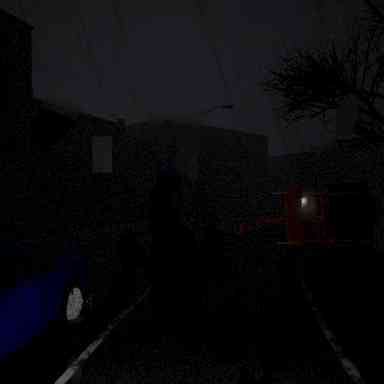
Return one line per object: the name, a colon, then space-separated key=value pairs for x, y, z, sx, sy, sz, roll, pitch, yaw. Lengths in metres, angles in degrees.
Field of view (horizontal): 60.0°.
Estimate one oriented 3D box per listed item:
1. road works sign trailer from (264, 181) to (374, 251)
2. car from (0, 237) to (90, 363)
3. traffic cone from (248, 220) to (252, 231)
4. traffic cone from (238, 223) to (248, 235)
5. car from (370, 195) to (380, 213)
road works sign trailer: x=4.691 y=0.942 z=12.357 sx=2.880 sy=2.380 sz=3.560 roll=-2 pitch=-2 yaw=-45
car: x=-3.115 y=1.469 z=4.341 sx=1.882 sy=1.535 sz=5.008 roll=0 pitch=0 yaw=8
traffic cone: x=3.406 y=1.946 z=19.525 sx=0.340 sy=0.580 sz=0.340 roll=1 pitch=0 yaw=23
traffic cone: x=2.625 y=1.945 z=17.684 sx=0.340 sy=0.580 sz=0.340 roll=1 pitch=0 yaw=23
car: x=19.014 y=1.293 z=37.885 sx=5.566 sy=2.045 sz=2.150 roll=1 pitch=1 yaw=-29
